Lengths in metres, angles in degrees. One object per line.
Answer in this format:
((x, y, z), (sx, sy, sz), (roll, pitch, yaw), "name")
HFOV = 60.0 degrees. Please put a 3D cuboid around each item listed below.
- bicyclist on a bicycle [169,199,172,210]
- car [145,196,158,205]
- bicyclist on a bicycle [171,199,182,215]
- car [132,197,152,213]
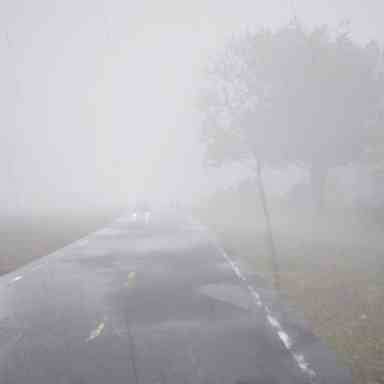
((-2.640, 1.646, 43.591), (0.866, 1.612, 1.509), (0, -1, -9), "bicyclist on a bicycle")
((-7.902, 1.814, 66.258), (1.837, 1.490, 4.892), (0, -2, -13), "car")
((-1.426, 1.605, 34.919), (0.866, 1.612, 1.509), (-1, 0, -7), "bicyclist on a bicycle")
((-6.231, 1.731, 41.056), (1.812, 1.442, 4.674), (0, 0, -8), "car")
